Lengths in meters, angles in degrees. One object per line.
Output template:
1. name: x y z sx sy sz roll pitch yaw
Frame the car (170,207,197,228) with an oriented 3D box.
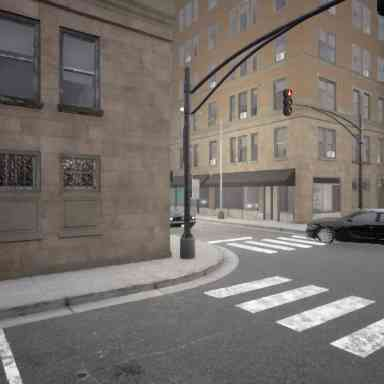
1. car: -1.760 1.502 19.830 1.895 1.301 4.718 0 0 -36

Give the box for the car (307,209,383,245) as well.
1. car: 7.450 1.446 13.903 5.008 1.535 1.882 1 2 29
